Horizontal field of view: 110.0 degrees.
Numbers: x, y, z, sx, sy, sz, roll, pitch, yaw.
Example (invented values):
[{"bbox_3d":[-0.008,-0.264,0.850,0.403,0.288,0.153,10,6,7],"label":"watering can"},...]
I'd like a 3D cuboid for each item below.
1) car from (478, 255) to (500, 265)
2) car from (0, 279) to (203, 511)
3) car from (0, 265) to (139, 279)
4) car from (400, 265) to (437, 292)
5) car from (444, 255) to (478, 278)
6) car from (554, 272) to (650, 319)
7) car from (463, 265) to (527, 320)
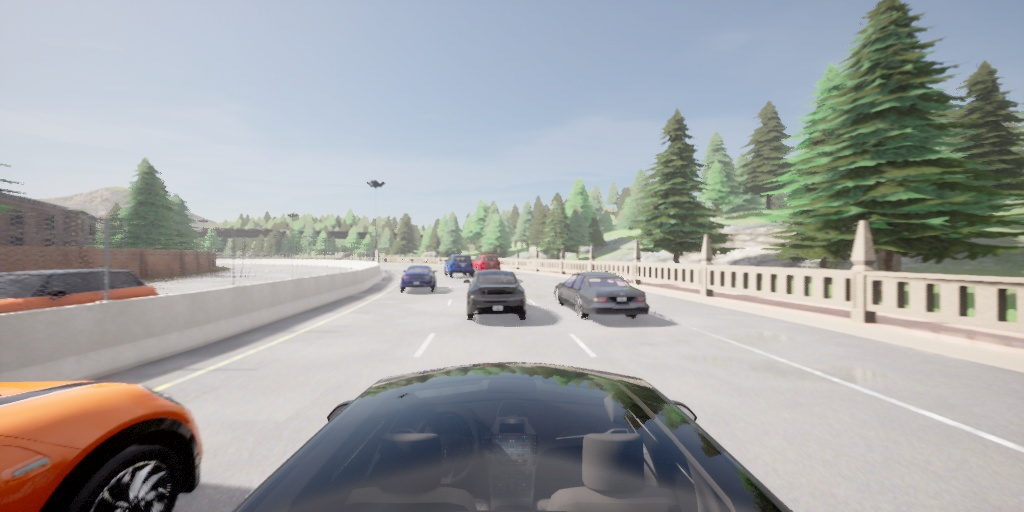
[{"bbox_3d":[-2.912,0.915,38.326,2.150,2.045,5.566,0,0,-20],"label":"car"},{"bbox_3d":[-3.455,1.108,0.890,2.097,1.767,4.553,0,0,-1],"label":"car"},{"bbox_3d":[-10.830,1.108,8.116,2.097,1.767,4.553,0,0,-3],"label":"car"},{"bbox_3d":[-5.441,1.252,21.075,1.812,1.442,4.674,0,0,-11],"label":"car"},{"bbox_3d":[-5.060,0.926,33.789,2.150,2.045,5.566,0,0,-17],"label":"car"},{"bbox_3d":[2.882,1.275,12.721,2.033,1.411,5.357,0,0,-6],"label":"car"},{"bbox_3d":[-0.630,1.238,12.622,1.837,1.490,4.892,0,0,-6],"label":"car"}]
